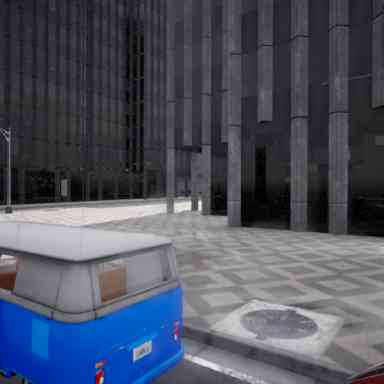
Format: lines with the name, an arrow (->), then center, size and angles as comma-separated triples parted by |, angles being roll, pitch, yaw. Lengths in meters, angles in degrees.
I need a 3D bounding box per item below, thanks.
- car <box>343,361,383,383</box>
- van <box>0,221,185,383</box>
car -> 2.503, 1.440, 1.181 | 4.097, 1.590, 1.967 | 0, 0, 35
van -> -1.997, 1.341, 4.386 | 3.998, 1.788, 1.690 | 0, 0, 35
